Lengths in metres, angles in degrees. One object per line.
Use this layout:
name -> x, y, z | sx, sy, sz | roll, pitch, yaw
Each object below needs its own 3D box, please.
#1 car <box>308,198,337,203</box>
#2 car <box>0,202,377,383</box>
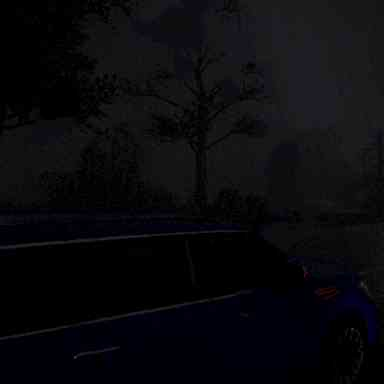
car -> 16.960, 1.536, 43.039 | 1.812, 1.442, 4.674 | 0, 0, -28
car -> -0.331, 1.219, 3.464 | 5.566, 2.045, 2.150 | 0, 0, -36
